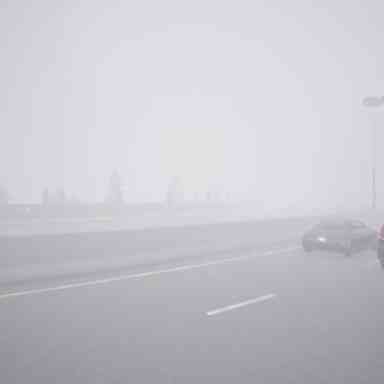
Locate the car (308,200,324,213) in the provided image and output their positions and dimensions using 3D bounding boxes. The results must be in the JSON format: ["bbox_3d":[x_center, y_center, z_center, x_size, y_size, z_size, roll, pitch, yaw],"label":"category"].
[{"bbox_3d":[19.214,2.404,51.205,1.882,1.535,5.008,0,-2,23],"label":"car"}]

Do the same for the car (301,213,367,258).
[{"bbox_3d":[6.375,1.794,14.033,4.181,1.385,1.994,1,-1,-44],"label":"car"}]

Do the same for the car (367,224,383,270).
[{"bbox_3d":[7.789,1.418,10.511,5.566,2.045,2.150,1,-1,-43],"label":"car"}]

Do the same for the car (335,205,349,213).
[{"bbox_3d":[21.830,2.497,48.350,1.895,1.301,4.718,0,-1,24],"label":"car"}]

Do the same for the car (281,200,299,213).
[{"bbox_3d":[15.212,2.389,50.758,1.837,1.490,4.892,0,-1,24],"label":"car"}]
